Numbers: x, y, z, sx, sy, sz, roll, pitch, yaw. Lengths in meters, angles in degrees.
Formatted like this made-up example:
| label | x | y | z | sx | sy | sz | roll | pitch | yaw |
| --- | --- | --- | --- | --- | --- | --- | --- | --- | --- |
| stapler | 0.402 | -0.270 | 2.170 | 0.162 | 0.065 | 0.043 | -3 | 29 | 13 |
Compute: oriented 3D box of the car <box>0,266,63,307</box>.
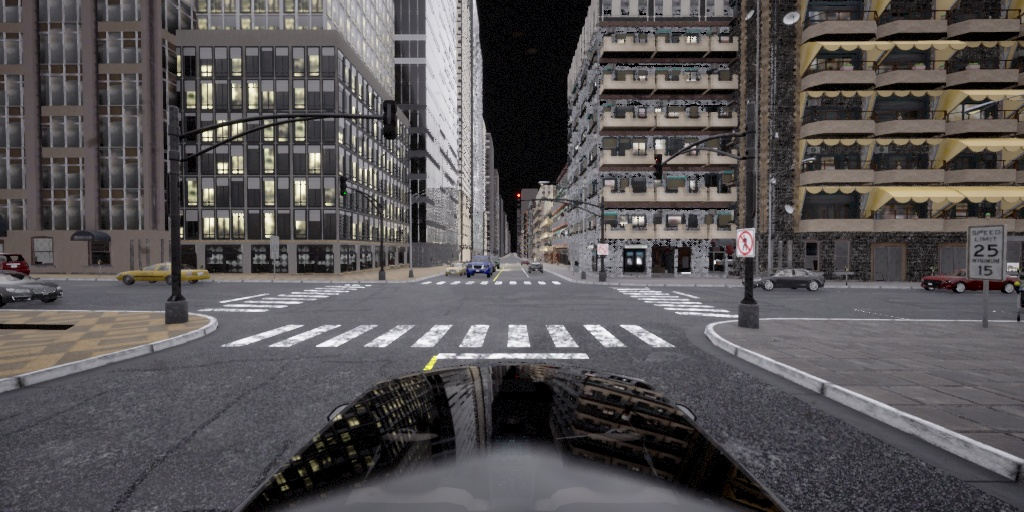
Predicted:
| label | x | y | z | sx | sy | sz | roll | pitch | yaw |
| --- | --- | --- | --- | --- | --- | --- | --- | --- | --- |
| car | -20.267 | 1.204 | 13.938 | 4.403 | 1.370 | 2.007 | 0 | 0 | 1 |

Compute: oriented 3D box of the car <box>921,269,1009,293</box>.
| label | x | y | z | sx | sy | sz | roll | pitch | yaw |
| --- | --- | --- | --- | --- | --- | --- | --- | --- | --- |
| car | 27.406 | 1.462 | 21.540 | 4.507 | 1.381 | 1.888 | 0 | 0 | 1 |

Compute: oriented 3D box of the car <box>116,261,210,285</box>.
| label | x | y | z | sx | sy | sz | roll | pitch | yaw |
| --- | --- | --- | --- | --- | --- | --- | --- | --- | --- |
| car | -21.634 | 1.029 | 22.274 | 4.829 | 1.417 | 1.751 | 0 | 0 | 1 |

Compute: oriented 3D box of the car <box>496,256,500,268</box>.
| label | x | y | z | sx | sy | sz | roll | pitch | yaw |
| --- | --- | --- | --- | --- | --- | --- | --- | --- | --- |
| car | -3.004 | 0.957 | 55.385 | 2.150 | 2.045 | 5.566 | 0 | 0 | 0 |

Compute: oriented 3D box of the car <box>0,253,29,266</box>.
| label | x | y | z | sx | sy | sz | roll | pitch | yaw |
| --- | --- | --- | --- | --- | --- | --- | --- | --- | --- |
| car | -33.581 | 0.712 | 22.498 | 5.009 | 1.841 | 2.192 | 0 | 0 | 1 |

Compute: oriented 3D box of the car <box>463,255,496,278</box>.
| label | x | y | z | sx | sy | sz | roll | pitch | yaw |
| --- | --- | --- | --- | --- | --- | --- | --- | --- | --- |
| car | -3.047 | 0.962 | 34.698 | 2.150 | 2.045 | 5.566 | 0 | 0 | 0 |

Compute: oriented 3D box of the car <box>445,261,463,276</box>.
| label | x | y | z | sx | sy | sz | roll | pitch | yaw |
| --- | --- | --- | --- | --- | --- | --- | --- | --- | --- |
| car | -5.635 | 1.265 | 36.396 | 1.751 | 1.417 | 4.829 | 0 | 0 | 0 |

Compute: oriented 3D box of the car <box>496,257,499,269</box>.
| label | x | y | z | sx | sy | sz | roll | pitch | yaw |
| --- | --- | --- | --- | --- | --- | --- | --- | --- | --- |
| car | -3.024 | 1.215 | 44.829 | 1.882 | 1.535 | 5.008 | 0 | 0 | 0 |

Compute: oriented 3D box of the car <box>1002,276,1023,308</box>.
| label | x | y | z | sx | sy | sz | roll | pitch | yaw |
| --- | --- | --- | --- | --- | --- | --- | --- | --- | --- |
| car | 21.734 | 1.576 | 13.249 | 4.313 | 1.339 | 1.948 | 0 | 0 | 1 |

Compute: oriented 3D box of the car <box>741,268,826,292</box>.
| label | x | y | z | sx | sy | sz | roll | pitch | yaw |
| --- | --- | --- | --- | --- | --- | --- | --- | --- | --- |
| car | 16.340 | 1.375 | 21.714 | 4.403 | 1.370 | 2.007 | 0 | 0 | 1 |

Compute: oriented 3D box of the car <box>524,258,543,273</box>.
| label | x | y | z | sx | sy | sz | roll | pitch | yaw |
| --- | --- | --- | --- | --- | --- | --- | --- | --- | --- |
| car | 2.755 | 1.289 | 42.207 | 2.007 | 1.370 | 4.403 | 0 | 0 | 0 |
